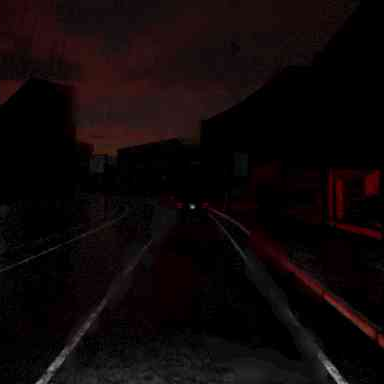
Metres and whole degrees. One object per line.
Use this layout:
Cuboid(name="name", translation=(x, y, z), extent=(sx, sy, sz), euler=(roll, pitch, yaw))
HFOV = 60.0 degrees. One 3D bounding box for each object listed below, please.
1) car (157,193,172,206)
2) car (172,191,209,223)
Cuboid(name="car", translation=(-3.006, 0.867, 40.779), extent=(2.128, 1.511, 4.902), euler=(1, 1, -17))
Cuboid(name="car", translation=(-0.070, 0.969, 23.067), extent=(2.150, 2.045, 5.566), euler=(0, 1, -2))
